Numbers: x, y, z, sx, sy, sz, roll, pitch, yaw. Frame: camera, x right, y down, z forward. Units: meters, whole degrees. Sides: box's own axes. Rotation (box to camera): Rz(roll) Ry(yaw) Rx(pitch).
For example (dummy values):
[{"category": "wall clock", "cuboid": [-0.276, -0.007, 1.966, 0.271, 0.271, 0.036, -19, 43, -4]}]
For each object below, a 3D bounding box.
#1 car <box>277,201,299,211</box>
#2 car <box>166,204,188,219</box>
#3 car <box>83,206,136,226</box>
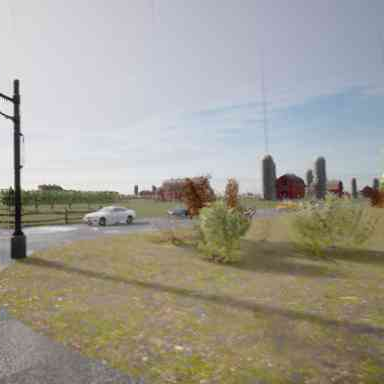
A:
[{"category": "car", "cuboid": [14.590, 2.116, 50.577, 1.882, 1.535, 5.008, -2, -2, 37]}, {"category": "car", "cuboid": [-0.752, 1.982, 35.482, 2.128, 1.511, 4.902, -2, -2, 36]}, {"category": "car", "cuboid": [-6.661, 1.906, 27.281, 1.812, 1.442, 4.674, -2, -2, 36]}]
